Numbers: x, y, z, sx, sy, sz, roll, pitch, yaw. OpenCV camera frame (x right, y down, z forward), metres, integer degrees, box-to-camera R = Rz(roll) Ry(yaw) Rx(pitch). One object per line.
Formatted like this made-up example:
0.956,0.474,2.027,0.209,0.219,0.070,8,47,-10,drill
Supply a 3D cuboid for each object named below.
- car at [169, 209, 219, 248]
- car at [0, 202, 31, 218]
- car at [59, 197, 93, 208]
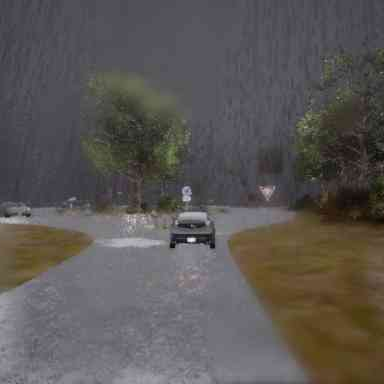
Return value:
0.085,1.513,14.648,1.837,1.490,4.892,0,0,2,car
-16.361,1.614,30.562,1.895,1.301,4.718,0,0,-40,car
-16.741,1.515,48.228,1.837,1.490,4.892,0,0,38,car
